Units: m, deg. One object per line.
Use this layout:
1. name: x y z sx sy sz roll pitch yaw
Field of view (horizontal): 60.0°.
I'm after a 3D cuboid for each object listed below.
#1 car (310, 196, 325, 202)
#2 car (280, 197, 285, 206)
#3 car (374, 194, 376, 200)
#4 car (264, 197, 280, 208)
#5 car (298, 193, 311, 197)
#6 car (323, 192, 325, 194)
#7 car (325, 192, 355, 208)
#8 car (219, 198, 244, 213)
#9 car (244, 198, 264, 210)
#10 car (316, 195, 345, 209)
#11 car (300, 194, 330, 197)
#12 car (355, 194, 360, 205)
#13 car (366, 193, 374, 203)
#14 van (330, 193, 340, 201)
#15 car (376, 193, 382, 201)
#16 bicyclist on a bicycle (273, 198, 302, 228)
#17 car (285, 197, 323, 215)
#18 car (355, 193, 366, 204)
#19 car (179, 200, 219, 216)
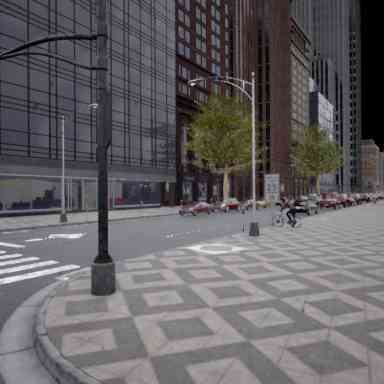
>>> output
1. car: 26.021 1.419 68.892 1.947 1.339 4.313 0 0 35
2. car: 13.236 1.456 50.306 1.947 1.339 4.313 0 0 35
3. car: 36.330 1.304 68.837 1.752 1.417 4.829 -1 0 35
4. car: 9.943 1.427 45.519 1.752 1.417 4.829 0 0 35
5. car: 19.628 1.416 59.599 1.887 1.381 4.507 0 0 35
6. car: 22.175 1.053 52.796 2.150 2.045 5.566 -1 0 35
7. car: 20.254 1.137 45.470 2.192 1.841 5.009 0 0 35
8. car: 3.646 1.367 36.366 1.967 1.590 4.097 0 0 35
9. car: 6.844 1.495 41.013 1.802 1.307 4.206 0 0 35
10. car: 17.059 1.378 40.823 1.887 1.381 4.507 0 0 35
11. car: 16.489 1.340 44.529 2.128 1.511 4.902 -1 0 35
12. car: 23.451 1.379 50.114 1.947 1.339 4.313 0 0 35
13. car: 33.038 1.101 64.053 2.192 1.841 5.009 0 0 35
14. van: 35.607 1.187 82.831 1.690 1.788 3.998 -1 0 35
15. car: 42.625 1.360 77.988 1.802 1.307 4.206 -1 0 35
16. bicyclist on a bicycle: 5.240 1.177 18.414 1.656 1.620 0.582 -1 0 35
17. car: 10.668 1.425 31.531 1.947 1.339 4.313 0 0 35
18. car: 26.646 1.119 54.760 2.192 1.841 5.009 0 0 35
19. car: 0.452 1.525 31.720 1.802 1.307 4.206 0 0 35
